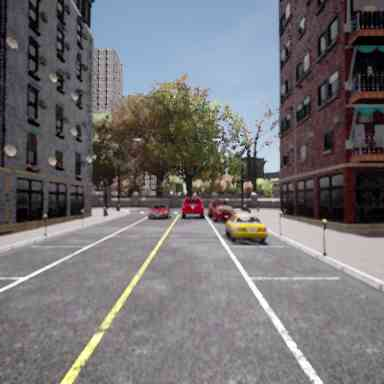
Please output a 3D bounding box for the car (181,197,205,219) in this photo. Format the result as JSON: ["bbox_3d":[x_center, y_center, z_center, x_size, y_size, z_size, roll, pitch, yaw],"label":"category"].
[{"bbox_3d":[0.092,1.550,33.526,2.150,2.045,5.566,0,0,0],"label":"car"}]

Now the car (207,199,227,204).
[{"bbox_3d":[2.708,1.650,34.251,2.192,1.841,5.009,1,-1,0],"label":"car"}]

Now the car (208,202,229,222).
[{"bbox_3d":[2.704,1.824,28.554,1.887,1.381,4.507,1,-1,0],"label":"car"}]

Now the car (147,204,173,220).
[{"bbox_3d":[-3.022,1.836,31.719,1.812,1.442,4.674,0,-1,1],"label":"car"}]

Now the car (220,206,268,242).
[{"bbox_3d":[2.704,1.695,17.331,1.752,1.417,4.829,1,-1,0],"label":"car"}]
